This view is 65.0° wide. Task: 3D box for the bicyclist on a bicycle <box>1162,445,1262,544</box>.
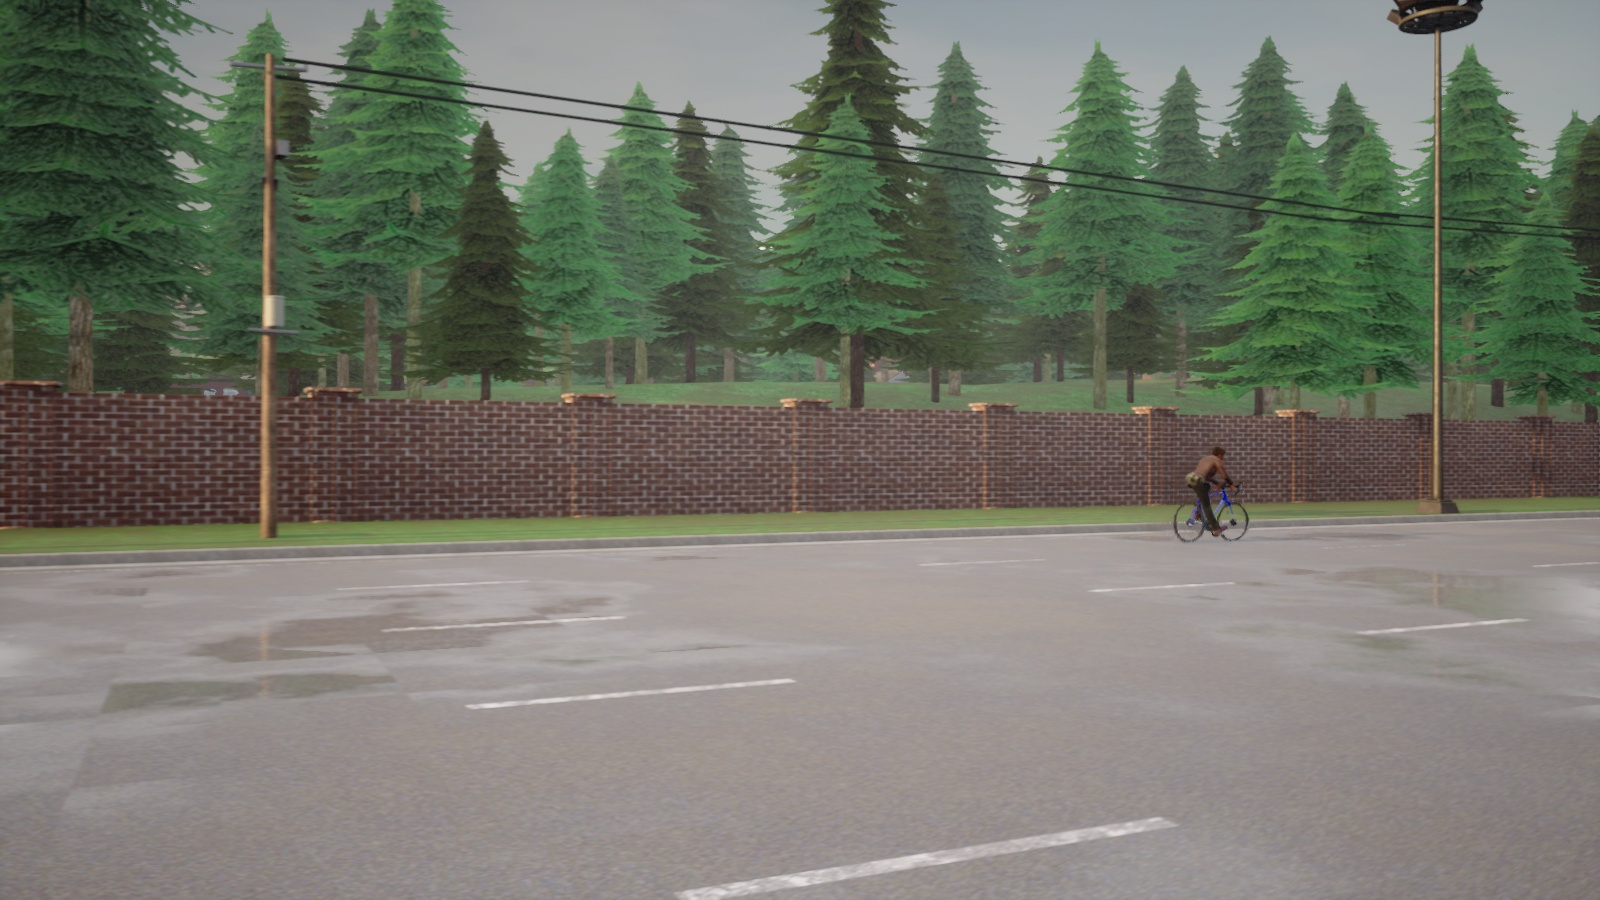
[{"bbox_3d":[6.954,0.735,21.189,1.656,1.620,0.582,0,0,-25],"label":"bicyclist on a bicycle"}]
